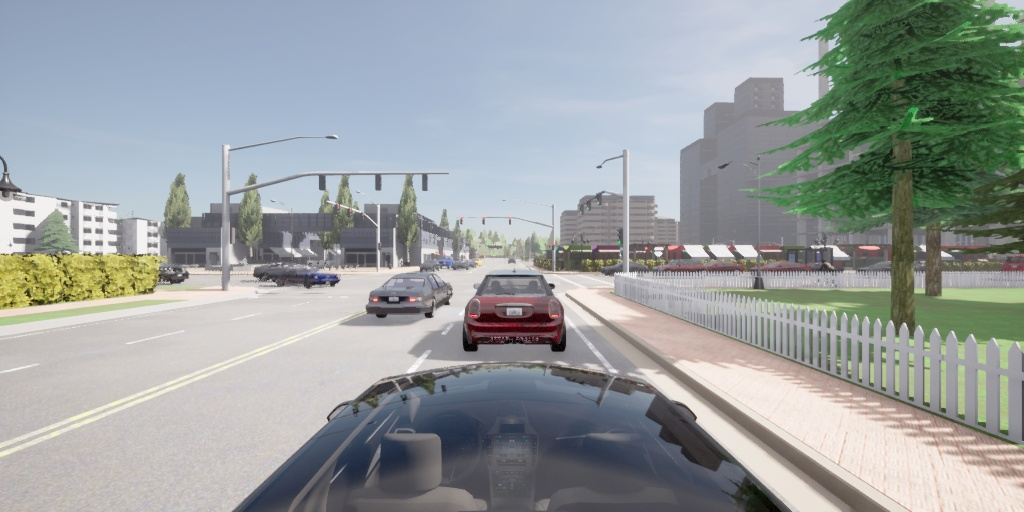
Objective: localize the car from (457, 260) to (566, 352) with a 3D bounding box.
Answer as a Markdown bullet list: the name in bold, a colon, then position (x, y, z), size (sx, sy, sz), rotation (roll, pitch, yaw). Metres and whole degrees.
- **car**: position (0.063, 1.102, 9.089), size (2.097, 1.767, 4.553), rotation (0, 0, 0)

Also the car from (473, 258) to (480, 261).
- **car**: position (-7.092, 1.297, 60.338), size (2.033, 1.411, 5.357), rotation (0, 0, 0)

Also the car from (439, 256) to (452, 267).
- **car**: position (-10.601, 0.971, 56.380), size (2.150, 2.045, 5.566), rotation (0, 0, 0)

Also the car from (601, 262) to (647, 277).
- **car**: position (11.226, 1.276, 35.726), size (4.674, 1.442, 1.812), rotation (0, 0, -1)

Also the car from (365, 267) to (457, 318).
- **car**: position (-3.420, 1.297, 12.924), size (2.033, 1.411, 5.357), rotation (0, 0, 0)

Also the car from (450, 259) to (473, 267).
- **car**: position (-7.107, 1.314, 51.095), size (1.994, 1.385, 4.181), rotation (0, 0, 0)

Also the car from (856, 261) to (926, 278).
- **car**: position (34.349, 1.255, 32.816), size (4.892, 1.490, 1.837), rotation (0, 0, -1)

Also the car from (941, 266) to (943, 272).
- **car**: position (40.674, 1.241, 36.454), size (4.902, 1.511, 2.128), rotation (0, 0, -1)

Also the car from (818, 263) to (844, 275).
- **car**: position (30.449, 1.351, 36.227), size (4.718, 1.301, 1.895), rotation (0, 0, -1)

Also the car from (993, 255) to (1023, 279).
- **car**: position (43.772, 0.973, 29.371), size (5.566, 2.045, 2.150), rotation (0, 0, -1)

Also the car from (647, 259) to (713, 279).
- **car**: position (15.075, 1.102, 32.339), size (4.553, 1.767, 2.097), rotation (0, 0, -1)

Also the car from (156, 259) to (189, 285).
- **car**: position (-25.287, 0.974, 24.223), size (5.566, 2.045, 2.150), rotation (0, 0, -2)

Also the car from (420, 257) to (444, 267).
- **car**: position (-10.608, 1.255, 46.518), size (1.837, 1.490, 4.892), rotation (0, 0, 0)

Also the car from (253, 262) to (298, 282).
- **car**: position (-17.416, 1.241, 28.052), size (4.902, 1.511, 2.128), rotation (0, 0, -2)

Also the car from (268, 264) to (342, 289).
- **car**: position (-13.116, 1.351, 22.916), size (4.718, 1.301, 1.895), rotation (0, 0, 29)

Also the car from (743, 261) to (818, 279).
- **car**: position (24.288, 1.228, 32.571), size (5.008, 1.535, 1.882), rotation (0, 0, -1)

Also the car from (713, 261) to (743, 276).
- **car**: position (20.551, 1.227, 35.981), size (5.008, 1.535, 1.882), rotation (0, 0, -1)

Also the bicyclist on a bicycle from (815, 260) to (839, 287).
- **bicyclist on a bicycle**: position (18.789, 1.052, 21.448), size (0.582, 1.620, 1.656), rotation (0, 0, -1)
